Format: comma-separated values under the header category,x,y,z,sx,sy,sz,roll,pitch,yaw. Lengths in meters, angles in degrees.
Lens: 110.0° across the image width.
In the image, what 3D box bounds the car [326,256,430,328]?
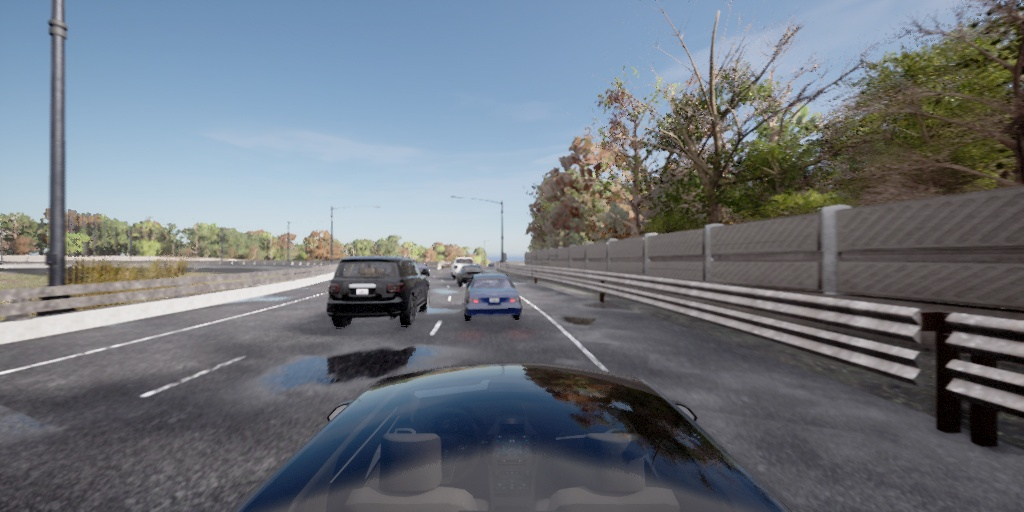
category,x,y,z,sx,sy,sz,roll,pitch,yaw
car,-4.122,1.027,11.909,2.150,2.045,5.566,0,0,-6

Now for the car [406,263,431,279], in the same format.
category,x,y,z,sx,sy,sz,roll,pitch,yaw
car,-9.699,1.479,37.013,2.033,1.411,5.357,0,0,-20

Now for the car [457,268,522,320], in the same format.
category,x,y,z,sx,sy,sz,roll,pitch,yaw
car,-0.797,1.349,12.977,2.033,1.411,5.357,0,0,-6

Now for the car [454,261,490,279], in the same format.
category,x,y,z,sx,sy,sz,roll,pitch,yaw
car,-2.972,1.371,25.891,1.837,1.490,4.892,0,0,-11

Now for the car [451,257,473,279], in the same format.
category,x,y,z,sx,sy,sz,roll,pitch,yaw
car,-4.753,1.135,35.079,2.150,2.045,5.566,0,0,-10
